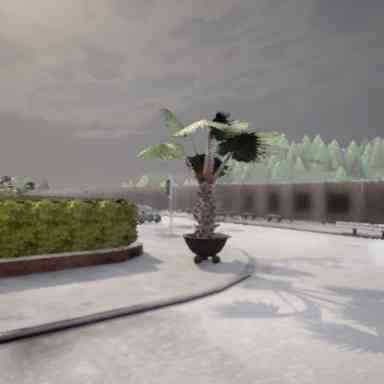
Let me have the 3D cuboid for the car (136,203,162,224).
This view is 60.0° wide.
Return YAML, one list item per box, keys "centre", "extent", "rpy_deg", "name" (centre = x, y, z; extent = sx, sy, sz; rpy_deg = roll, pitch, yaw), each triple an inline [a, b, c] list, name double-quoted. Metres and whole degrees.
- centre: [-4.131, 1.660, 26.037]
  extent: [1.837, 1.490, 4.892]
  rpy_deg: [1, 0, -36]
  name: "car"
